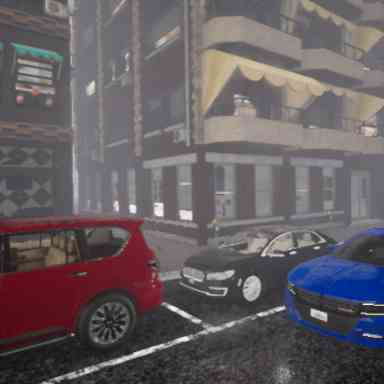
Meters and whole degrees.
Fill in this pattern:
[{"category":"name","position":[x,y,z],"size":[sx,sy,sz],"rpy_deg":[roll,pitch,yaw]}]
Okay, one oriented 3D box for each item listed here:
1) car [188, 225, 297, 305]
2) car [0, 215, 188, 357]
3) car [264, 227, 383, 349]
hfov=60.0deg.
[{"category":"car","position":[1.771,1.499,7.845],"size":[4.403,1.369,2.008],"rpy_deg":[-1,0,-35]},{"category":"car","position":[-2.784,1.313,4.579],"size":[5.009,1.841,2.192],"rpy_deg":[-1,0,-35]},{"category":"car","position":[3.803,1.420,6.089],"size":[5.008,1.535,1.882],"rpy_deg":[-1,0,-35]}]
